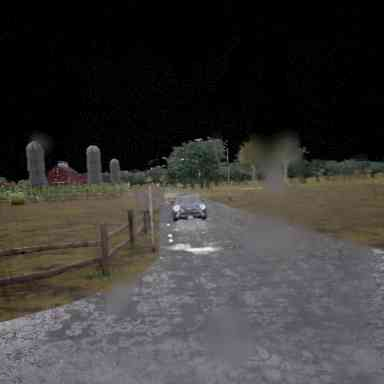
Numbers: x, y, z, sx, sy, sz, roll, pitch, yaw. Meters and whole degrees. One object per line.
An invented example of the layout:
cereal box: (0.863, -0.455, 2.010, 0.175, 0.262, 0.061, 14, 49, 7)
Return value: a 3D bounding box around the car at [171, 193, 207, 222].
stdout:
car: (-0.325, 0.896, 22.034, 2.097, 1.767, 4.553, -3, 1, -5)
